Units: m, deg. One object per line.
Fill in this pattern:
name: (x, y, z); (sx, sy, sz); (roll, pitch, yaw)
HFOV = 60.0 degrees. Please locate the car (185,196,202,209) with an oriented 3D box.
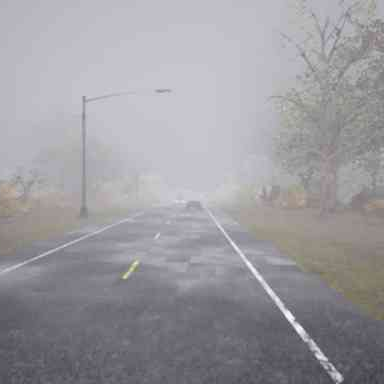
car: (0.227, 1.429, 43.138); (1.812, 1.442, 4.674); (0, 0, 0)

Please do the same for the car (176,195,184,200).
car: (-2.947, 1.408, 82.254); (1.895, 1.301, 4.718); (0, 0, 1)

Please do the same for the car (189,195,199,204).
car: (0.394, 1.386, 61.837); (1.812, 1.442, 4.674); (0, 0, 1)
